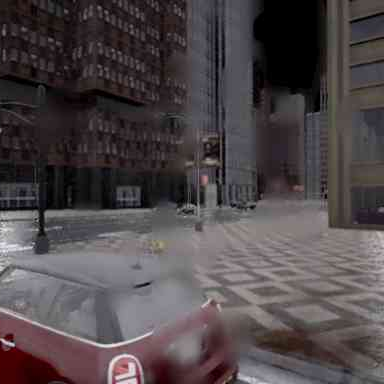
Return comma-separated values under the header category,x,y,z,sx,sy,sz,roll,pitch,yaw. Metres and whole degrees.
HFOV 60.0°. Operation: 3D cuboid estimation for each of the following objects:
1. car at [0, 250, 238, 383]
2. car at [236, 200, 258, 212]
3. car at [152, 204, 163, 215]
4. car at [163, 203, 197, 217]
category,x,y,z,sx,sy,sz,roll,pitch,yaw
car,-1.599,1.457,4.104,4.097,1.590,1.967,0,0,36
car,8.900,2.250,53.572,1.882,1.535,5.008,0,-1,35
car,-3.072,2.120,42.394,2.128,1.511,4.902,0,-1,35
car,-0.972,2.129,39.736,1.812,1.442,4.674,0,-1,35
